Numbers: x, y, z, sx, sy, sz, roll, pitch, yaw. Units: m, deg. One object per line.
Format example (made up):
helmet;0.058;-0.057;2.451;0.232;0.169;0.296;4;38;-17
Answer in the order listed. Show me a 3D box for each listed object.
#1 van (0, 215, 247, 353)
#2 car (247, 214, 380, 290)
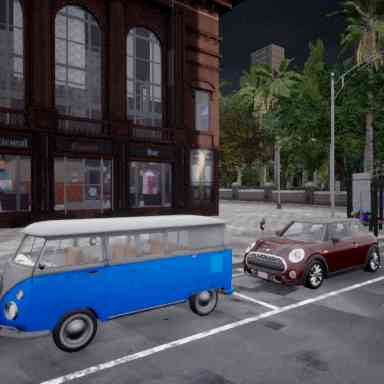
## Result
van;-1.114;1.341;5.866;3.998;1.788;1.690;0;0;-36
car;3.287;1.439;9.040;4.097;1.590;1.967;0;0;-36
